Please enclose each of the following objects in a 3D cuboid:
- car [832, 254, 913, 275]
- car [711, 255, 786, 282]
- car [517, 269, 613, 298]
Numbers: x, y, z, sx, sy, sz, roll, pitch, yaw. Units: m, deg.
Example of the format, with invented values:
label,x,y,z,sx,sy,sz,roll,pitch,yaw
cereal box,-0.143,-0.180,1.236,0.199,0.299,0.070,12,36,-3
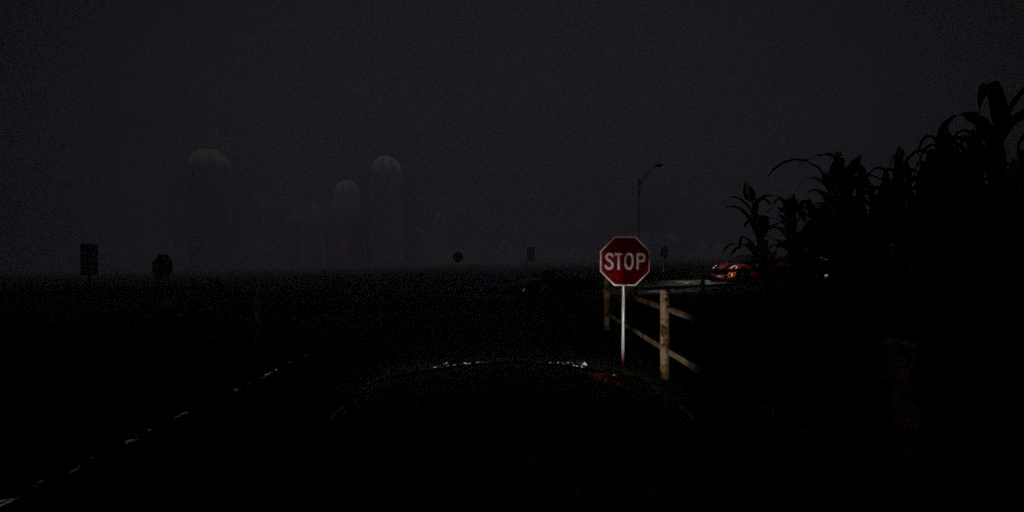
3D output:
label,x,y,z,sx,sy,sz,roll,pitch,yaw
car,22.611,0.772,22.780,4.902,1.511,2.128,-1,1,-14
car,15.802,0.713,24.084,4.553,1.767,2.097,-1,1,-13
car,2.744,1.311,18.269,4.718,1.301,1.895,-2,1,-12
